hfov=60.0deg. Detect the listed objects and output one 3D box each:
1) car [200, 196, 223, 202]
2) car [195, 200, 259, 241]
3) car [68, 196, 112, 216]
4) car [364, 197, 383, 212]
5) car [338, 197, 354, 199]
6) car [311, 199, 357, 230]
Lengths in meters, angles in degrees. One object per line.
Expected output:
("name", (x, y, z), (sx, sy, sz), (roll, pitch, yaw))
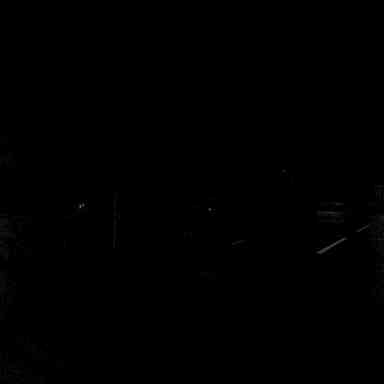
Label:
("car", (2.954, 1.348, 47.640), (1.812, 1.442, 4.674), (1, 0, 35))
("car", (1.757, 1.332, 15.368), (1.845, 1.501, 3.633), (1, 0, 35))
("car", (-9.048, 1.175, 30.561), (2.097, 1.767, 4.553), (1, 0, 35))
("car", (19.435, 1.313, 34.805), (2.152, 1.636, 5.027), (1, 0, 35))
("car", (16.849, 1.298, 36.581), (2.007, 1.523, 4.514), (1, 0, 35))
("car", (8.488, 1.366, 19.685), (1.970, 1.475, 3.806), (1, 0, 35))
